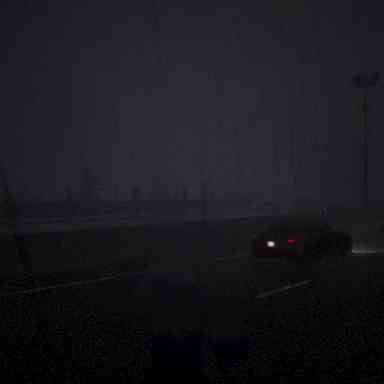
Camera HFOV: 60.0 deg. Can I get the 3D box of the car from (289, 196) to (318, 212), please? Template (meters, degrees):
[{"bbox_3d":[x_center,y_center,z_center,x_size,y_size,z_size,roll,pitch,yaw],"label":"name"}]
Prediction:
[{"bbox_3d":[13.550,1.462,39.820,2.150,2.045,5.566,0,0,31],"label":"car"}]

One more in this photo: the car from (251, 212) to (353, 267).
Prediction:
[{"bbox_3d":[3.989,1.614,11.816,4.181,1.385,1.994,0,0,-42],"label":"car"}]

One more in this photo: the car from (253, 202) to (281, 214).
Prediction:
[{"bbox_3d":[8.756,1.829,38.758,1.895,1.301,4.718,0,-1,33],"label":"car"}]

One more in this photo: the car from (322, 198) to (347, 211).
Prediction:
[{"bbox_3d":[16.017,1.744,37.251,1.812,1.442,4.674,0,-1,32],"label":"car"}]
